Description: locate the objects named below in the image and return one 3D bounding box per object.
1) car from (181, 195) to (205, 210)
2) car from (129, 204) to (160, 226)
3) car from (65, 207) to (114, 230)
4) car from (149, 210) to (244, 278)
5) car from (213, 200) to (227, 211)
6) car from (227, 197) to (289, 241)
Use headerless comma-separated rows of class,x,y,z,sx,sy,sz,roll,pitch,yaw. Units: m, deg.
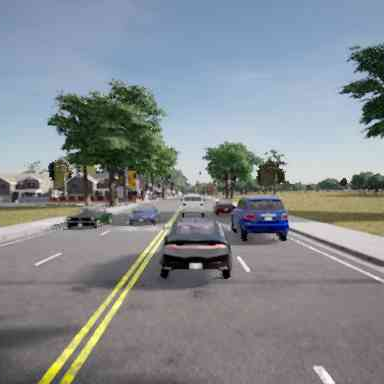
car,0.095,1.305,32.617,2.150,2.045,5.566,0,0,0
car,-3.353,1.590,24.237,1.812,1.442,4.674,0,0,0
car,-6.604,1.659,21.870,1.895,1.301,4.718,0,0,0
car,0.098,1.520,10.223,2.128,1.511,4.902,0,0,0
car,3.345,1.567,34.972,1.882,1.535,5.008,0,0,0
car,3.347,1.267,17.234,2.150,2.045,5.566,0,0,0
